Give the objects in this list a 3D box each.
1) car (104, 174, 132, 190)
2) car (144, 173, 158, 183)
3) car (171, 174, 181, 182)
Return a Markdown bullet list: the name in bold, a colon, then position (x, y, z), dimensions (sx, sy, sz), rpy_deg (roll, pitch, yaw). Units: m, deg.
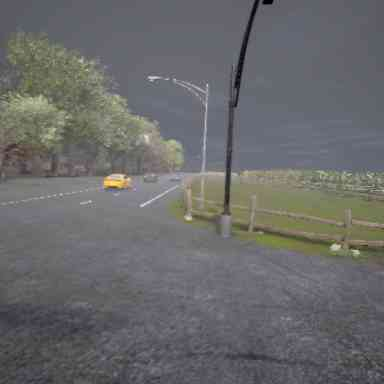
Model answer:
- **car**: position (-7.561, -1.075, 34.309), dimensions (1.882, 1.535, 5.008), rpy_deg (3, 3, 2)
- **car**: position (-6.857, -2.377, 55.687), dimensions (2.128, 1.511, 4.902), rpy_deg (3, 4, 2)
- **car**: position (-3.146, -2.756, 65.299), dimensions (2.033, 1.411, 5.357), rpy_deg (3, 4, 2)
